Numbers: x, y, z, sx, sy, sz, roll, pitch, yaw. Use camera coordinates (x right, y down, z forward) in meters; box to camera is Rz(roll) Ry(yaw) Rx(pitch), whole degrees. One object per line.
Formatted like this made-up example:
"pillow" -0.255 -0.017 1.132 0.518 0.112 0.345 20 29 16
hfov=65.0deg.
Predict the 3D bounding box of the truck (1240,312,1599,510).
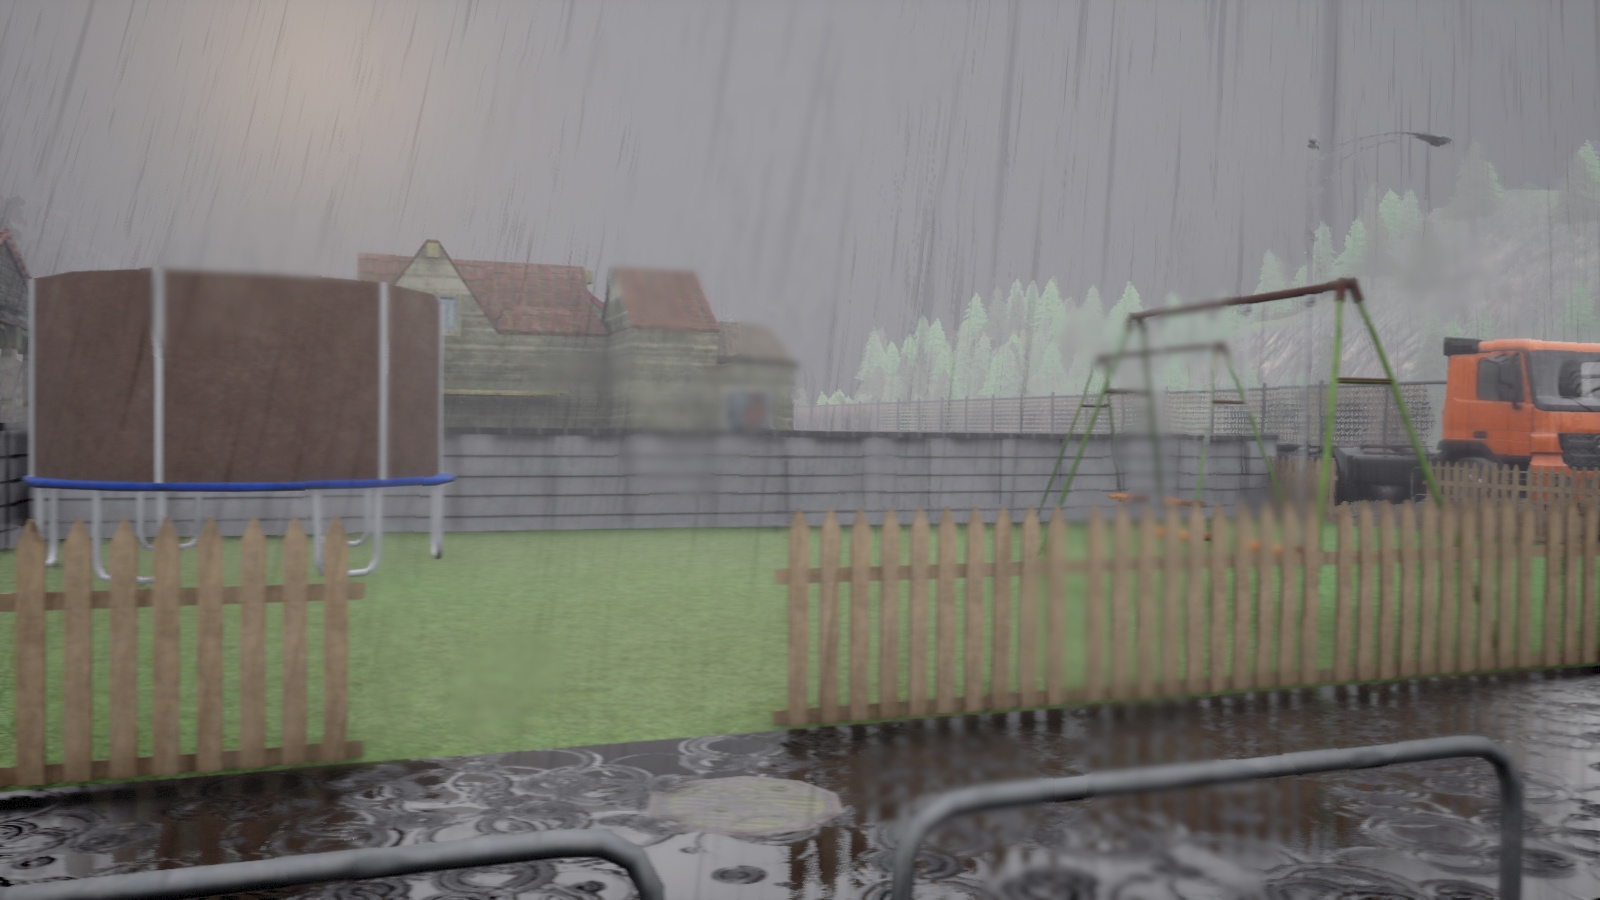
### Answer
"truck" 13.083 -0.753 26.254 2.891 3.462 7.936 -1 1 -21
